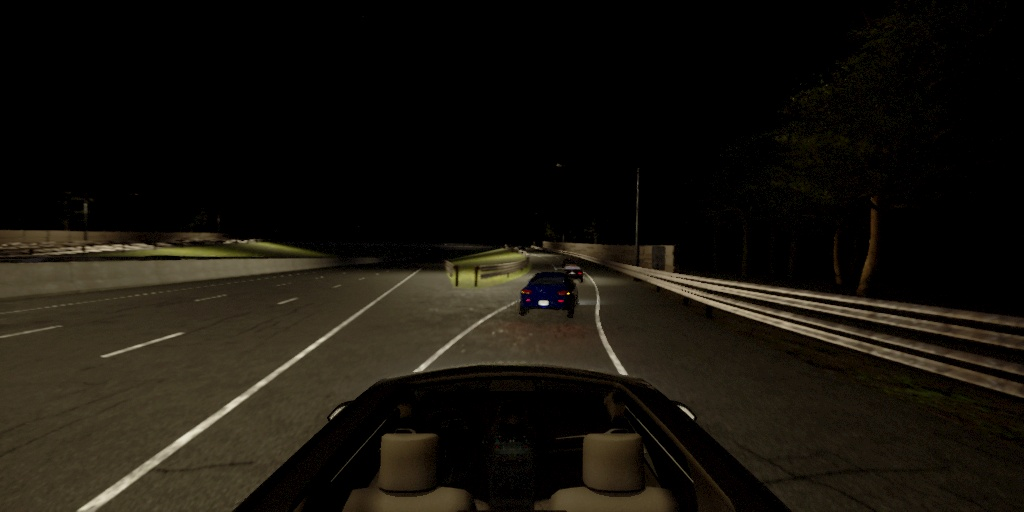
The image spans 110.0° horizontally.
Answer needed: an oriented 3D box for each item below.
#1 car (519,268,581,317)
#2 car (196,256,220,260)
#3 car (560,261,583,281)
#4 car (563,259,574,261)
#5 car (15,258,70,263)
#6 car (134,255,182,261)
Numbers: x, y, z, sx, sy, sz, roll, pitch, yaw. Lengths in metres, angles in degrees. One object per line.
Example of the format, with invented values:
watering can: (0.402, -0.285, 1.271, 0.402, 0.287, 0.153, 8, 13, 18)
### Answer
car: (1.470, 1.315, 13.350, 1.812, 1.442, 4.674, 1, -1, 12)
car: (-38.703, 0.769, 45.607, 1.812, 1.442, 4.674, 1, 0, -11)
car: (5.510, 1.493, 32.745, 2.033, 1.411, 5.357, 1, 0, 10)
car: (7.658, 1.187, 48.597, 1.837, 1.490, 4.892, 1, 2, 6)
car: (-34.921, 0.800, 26.582, 1.994, 1.385, 4.181, 1, 0, -11)
car: (-28.124, 0.695, 28.288, 2.097, 1.767, 4.553, 1, 0, -11)
